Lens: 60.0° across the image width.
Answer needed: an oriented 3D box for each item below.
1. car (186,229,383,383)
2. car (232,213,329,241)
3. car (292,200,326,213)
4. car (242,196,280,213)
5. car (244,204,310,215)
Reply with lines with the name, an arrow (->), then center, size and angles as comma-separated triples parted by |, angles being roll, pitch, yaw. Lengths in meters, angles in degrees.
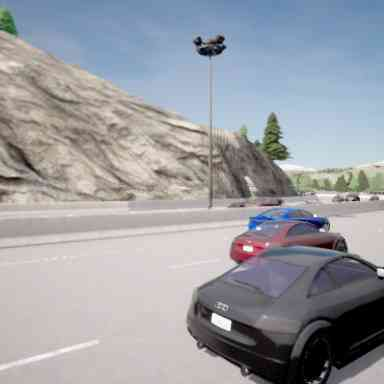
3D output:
car -> 1.965, 1.568, 5.304 | 4.181, 1.385, 1.994 | 0, 0, -37
car -> 3.176, 1.573, 10.652 | 4.181, 1.385, 1.994 | 0, 0, -38
car -> 13.875, 1.632, 39.246 | 1.895, 1.301, 4.718 | 0, 0, 44
car -> 7.994, 1.387, 38.345 | 4.553, 1.767, 2.097 | 0, 0, -44
car -> 4.914, 1.492, 16.525 | 5.008, 1.535, 1.882 | 0, 0, -39
